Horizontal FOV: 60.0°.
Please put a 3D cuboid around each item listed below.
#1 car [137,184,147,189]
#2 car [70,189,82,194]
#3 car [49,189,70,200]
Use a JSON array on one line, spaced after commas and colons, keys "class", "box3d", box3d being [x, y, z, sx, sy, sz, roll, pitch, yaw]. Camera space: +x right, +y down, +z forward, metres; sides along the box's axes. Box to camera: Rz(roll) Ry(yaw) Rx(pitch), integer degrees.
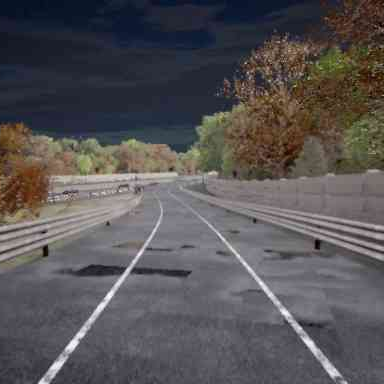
[{"class": "car", "box3d": [-14.299, -1.516, 93.429, 1.994, 1.385, 4.181, 1, 4, 17]}, {"class": "car", "box3d": [-25.005, 0.067, 69.876, 1.837, 1.490, 4.892, 1, 4, 16]}, {"class": "car", "box3d": [-24.547, 0.776, 59.065, 1.882, 1.535, 5.008, 1, 4, 16]}]
